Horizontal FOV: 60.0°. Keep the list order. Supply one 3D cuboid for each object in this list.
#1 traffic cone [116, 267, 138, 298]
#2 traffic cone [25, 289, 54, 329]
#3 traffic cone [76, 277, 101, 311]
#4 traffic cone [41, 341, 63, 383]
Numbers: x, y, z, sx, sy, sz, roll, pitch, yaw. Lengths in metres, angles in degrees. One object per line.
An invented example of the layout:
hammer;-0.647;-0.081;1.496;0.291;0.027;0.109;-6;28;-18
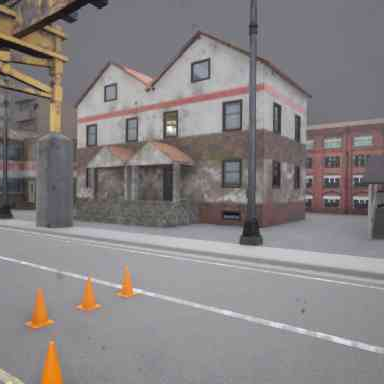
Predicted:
traffic cone;-1.419;1.949;7.282;0.340;0.580;0.340;0;0;36
traffic cone;-2.589;1.949;5.660;0.340;0.580;0.340;0;0;36
traffic cone;-2.004;1.949;6.471;0.340;0.580;0.340;0;0;36
traffic cone;-1.552;1.952;3.679;0.340;0.580;0.340;0;0;36
